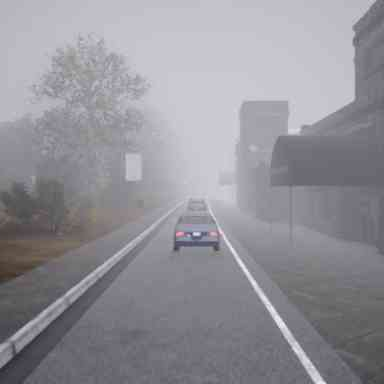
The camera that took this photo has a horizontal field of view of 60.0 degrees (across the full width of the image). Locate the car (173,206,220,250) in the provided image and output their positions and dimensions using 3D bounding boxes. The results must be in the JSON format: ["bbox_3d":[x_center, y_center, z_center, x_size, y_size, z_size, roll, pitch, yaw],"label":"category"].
[{"bbox_3d":[0.192,1.557,14.377,2.033,1.411,5.357,0,0,1],"label":"car"}]

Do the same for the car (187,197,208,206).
[{"bbox_3d":[0.528,1.271,32.776,2.128,1.511,4.902,0,1,1],"label":"car"}]
